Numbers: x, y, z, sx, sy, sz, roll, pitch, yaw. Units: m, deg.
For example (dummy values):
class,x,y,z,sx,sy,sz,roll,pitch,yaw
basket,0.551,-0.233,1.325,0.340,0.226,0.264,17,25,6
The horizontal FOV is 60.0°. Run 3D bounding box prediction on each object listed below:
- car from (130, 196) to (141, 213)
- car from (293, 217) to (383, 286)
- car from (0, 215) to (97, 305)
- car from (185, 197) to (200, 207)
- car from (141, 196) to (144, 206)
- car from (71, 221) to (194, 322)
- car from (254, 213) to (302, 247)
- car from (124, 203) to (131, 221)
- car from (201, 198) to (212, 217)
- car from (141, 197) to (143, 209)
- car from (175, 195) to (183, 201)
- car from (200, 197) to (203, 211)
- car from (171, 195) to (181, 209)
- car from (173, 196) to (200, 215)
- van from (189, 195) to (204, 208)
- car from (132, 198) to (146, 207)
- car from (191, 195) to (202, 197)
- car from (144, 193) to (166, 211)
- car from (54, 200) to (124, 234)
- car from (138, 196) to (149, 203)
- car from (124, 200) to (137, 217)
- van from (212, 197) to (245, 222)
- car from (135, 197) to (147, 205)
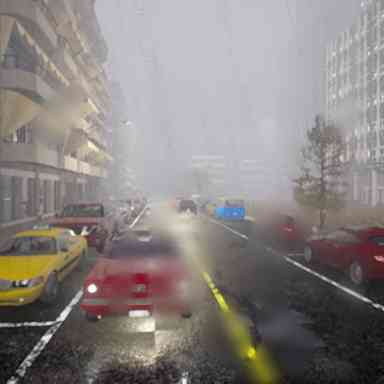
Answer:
class,x,y,z,sx,sy,sz,roll,pitch,yaw
car,-6.026,1.423,30.254,1.967,1.590,4.097,0,0,-6
car,4.572,1.571,9.122,1.802,1.307,4.206,0,0,-6
car,-3.747,1.520,8.096,1.752,1.417,4.829,0,0,-6
car,0.030,1.505,53.271,1.752,1.417,4.829,0,0,-6
car,-7.157,1.527,41.250,1.887,1.381,4.507,0,0,-6
car,-1.061,1.595,7.411,1.895,1.301,4.718,0,0,-6
car,4.007,1.568,14.619,1.802,1.307,4.206,0,0,-6
car,-4.894,1.538,19.260,2.008,1.369,4.403,0,0,-6
car,2.293,1.503,31.280,1.752,1.417,4.829,0,0,-6
car,-6.591,1.548,35.752,1.947,1.339,4.313,0,0,-6
car,-3.345,1.543,86.088,1.887,1.381,4.507,-1,0,-6
car,1.745,1.543,36.610,1.947,1.339,4.313,0,0,-6
car,-1.643,1.331,44.053,2.097,1.767,4.553,0,0,-6
car,-0.590,1.483,33.963,1.837,1.490,4.892,0,0,-6
van,0.612,1.319,47.605,1.690,1.788,3.998,0,0,-6
car,-8.288,1.566,52.245,1.802,1.307,4.206,0,0,-6
car,1.178,1.418,42.107,1.967,1.590,4.097,0,0,-6
car,-4.447,1.202,41.254,2.150,2.045,5.566,0,0,-6
car,-4.331,1.306,13.761,2.192,1.841,5.009,0,0,-6
car,-9.984,1.557,68.737,1.947,1.339,4.313,0,0,-6
car,-5.460,1.535,24.757,2.008,1.369,4.403,0,0,-6
van,2.875,1.321,25.614,1.690,1.788,3.998,0,0,-6
car,-8.854,1.568,57.742,1.802,1.307,4.206,0,0,-6
